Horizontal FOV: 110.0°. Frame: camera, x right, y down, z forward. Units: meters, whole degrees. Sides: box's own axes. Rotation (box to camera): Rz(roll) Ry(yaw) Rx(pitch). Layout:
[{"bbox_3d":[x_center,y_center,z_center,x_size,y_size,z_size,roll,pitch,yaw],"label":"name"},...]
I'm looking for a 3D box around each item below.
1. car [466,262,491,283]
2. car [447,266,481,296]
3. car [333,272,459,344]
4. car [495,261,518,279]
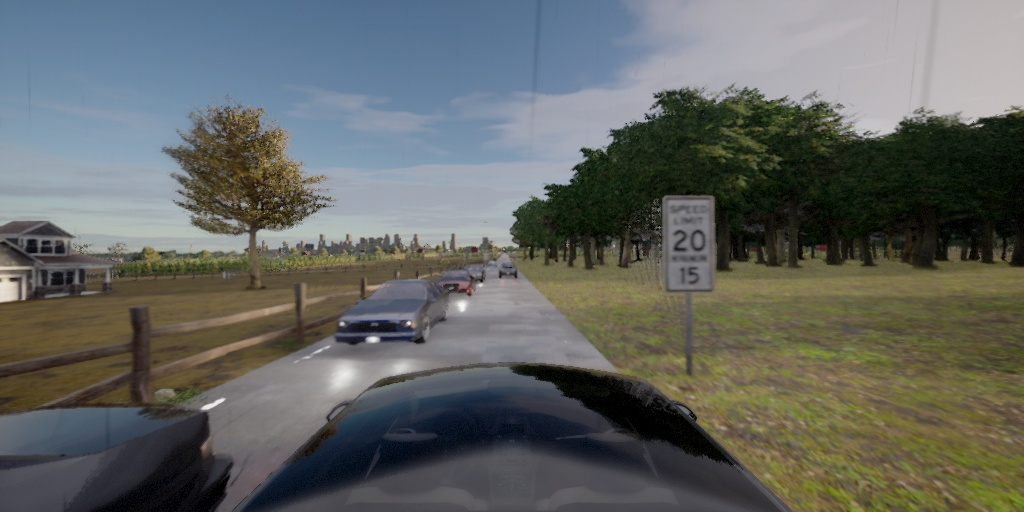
[{"bbox_3d":[-3.206,1.448,30.297,2.128,1.511,4.902,0,0,0],"label":"car"},{"bbox_3d":[-3.085,1.456,20.198,1.994,1.385,4.181,0,0,-1],"label":"car"},{"bbox_3d":[-2.941,1.374,10.117,2.033,1.411,5.357,0,0,-1],"label":"car"},{"bbox_3d":[-0.400,1.463,36.714,2.128,1.511,4.902,0,0,-1],"label":"car"}]
